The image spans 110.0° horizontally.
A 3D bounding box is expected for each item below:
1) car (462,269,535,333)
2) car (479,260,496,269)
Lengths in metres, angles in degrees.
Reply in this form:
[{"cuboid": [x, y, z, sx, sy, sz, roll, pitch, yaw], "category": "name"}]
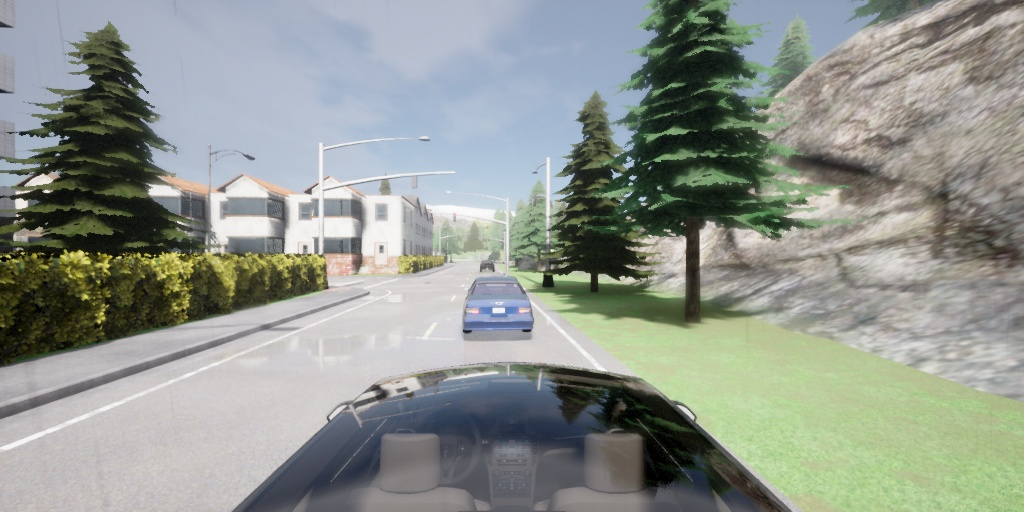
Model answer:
[{"cuboid": [-0.481, 1.297, 10.737, 2.033, 1.411, 5.357, 0, 0, -4], "category": "car"}, {"cuboid": [-3.159, 1.255, 45.680, 1.837, 1.490, 4.892, 0, 0, -4], "category": "car"}]
